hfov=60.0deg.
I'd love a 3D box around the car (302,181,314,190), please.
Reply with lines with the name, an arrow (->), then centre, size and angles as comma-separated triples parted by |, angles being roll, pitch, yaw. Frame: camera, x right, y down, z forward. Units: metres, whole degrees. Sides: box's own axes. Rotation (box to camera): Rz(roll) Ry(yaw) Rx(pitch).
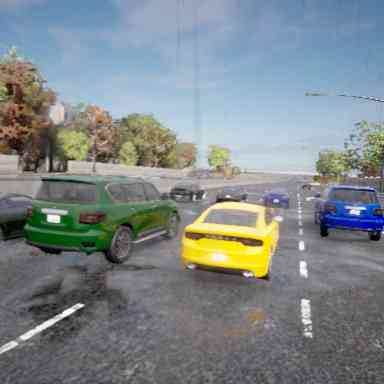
car -> 26.243, -1.364, 76.000 | 1.837, 1.490, 4.892 | 4, 3, 18

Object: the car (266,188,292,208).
car -> 6.785, 0.392, 26.127 | 1.812, 1.442, 4.674 | 4, 3, 18

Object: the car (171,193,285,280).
car -> 1.280, 1.025, 8.834 | 1.882, 1.535, 5.008 | 4, 3, 17

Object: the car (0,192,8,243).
car -> -5.616, 0.702, 10.230 | 1.994, 1.385, 4.181 | 4, 3, 17

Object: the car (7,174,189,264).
car -> -2.123, 0.561, 9.616 | 2.150, 2.045, 5.566 | 4, 3, 18

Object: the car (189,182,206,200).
car -> -0.232, -0.023, 27.113 | 1.837, 1.490, 4.892 | 4, 3, 18

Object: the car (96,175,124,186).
car -> -11.901, -1.701, 48.602 | 1.994, 1.385, 4.181 | 4, 3, 18

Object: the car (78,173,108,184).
car -> -14.931, -2.012, 50.545 | 1.837, 1.490, 4.892 | 4, 3, 18

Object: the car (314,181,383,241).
car -> 6.647, 0.718, 14.460 | 2.150, 2.045, 5.566 | 4, 3, 18

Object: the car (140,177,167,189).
car -> -5.278, -1.298, 46.368 | 1.812, 1.442, 4.674 | 4, 3, 18

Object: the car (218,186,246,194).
car -> 3.312, 0.229, 26.728 | 1.994, 1.385, 4.181 | 4, 3, 17
